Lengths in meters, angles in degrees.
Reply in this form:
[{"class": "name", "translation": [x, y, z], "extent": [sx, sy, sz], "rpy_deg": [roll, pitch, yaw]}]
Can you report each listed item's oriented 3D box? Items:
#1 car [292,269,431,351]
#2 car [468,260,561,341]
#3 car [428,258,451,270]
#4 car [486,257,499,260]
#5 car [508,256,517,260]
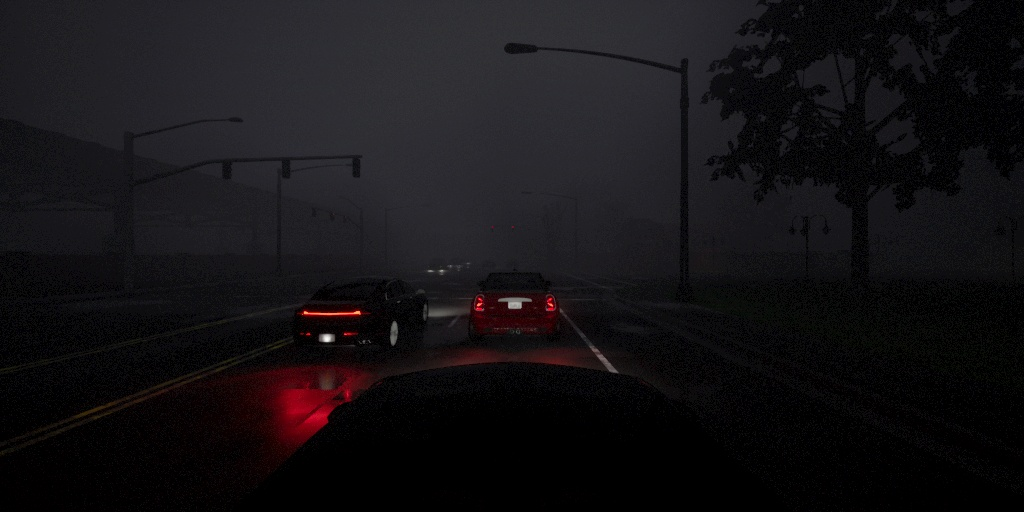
[{"class": "car", "translation": [-3.421, 1.255, 8.997], "extent": [1.837, 1.490, 4.892], "rpy_deg": [0, 0, -1]}, {"class": "car", "translation": [0.075, 1.102, 9.990], "extent": [2.097, 1.767, 4.553], "rpy_deg": [0, 0, 0]}, {"class": "car", "translation": [-10.586, 1.028, 51.221], "extent": [2.097, 1.767, 4.553], "rpy_deg": [0, 0, 0]}, {"class": "car", "translation": [-3.425, 1.207, 54.906], "extent": [1.994, 1.385, 4.181], "rpy_deg": [0, 1, 0]}, {"class": "car", "translation": [0.076, 1.174, 50.685], "extent": [2.128, 1.511, 4.902], "rpy_deg": [0, 0, 0]}]
